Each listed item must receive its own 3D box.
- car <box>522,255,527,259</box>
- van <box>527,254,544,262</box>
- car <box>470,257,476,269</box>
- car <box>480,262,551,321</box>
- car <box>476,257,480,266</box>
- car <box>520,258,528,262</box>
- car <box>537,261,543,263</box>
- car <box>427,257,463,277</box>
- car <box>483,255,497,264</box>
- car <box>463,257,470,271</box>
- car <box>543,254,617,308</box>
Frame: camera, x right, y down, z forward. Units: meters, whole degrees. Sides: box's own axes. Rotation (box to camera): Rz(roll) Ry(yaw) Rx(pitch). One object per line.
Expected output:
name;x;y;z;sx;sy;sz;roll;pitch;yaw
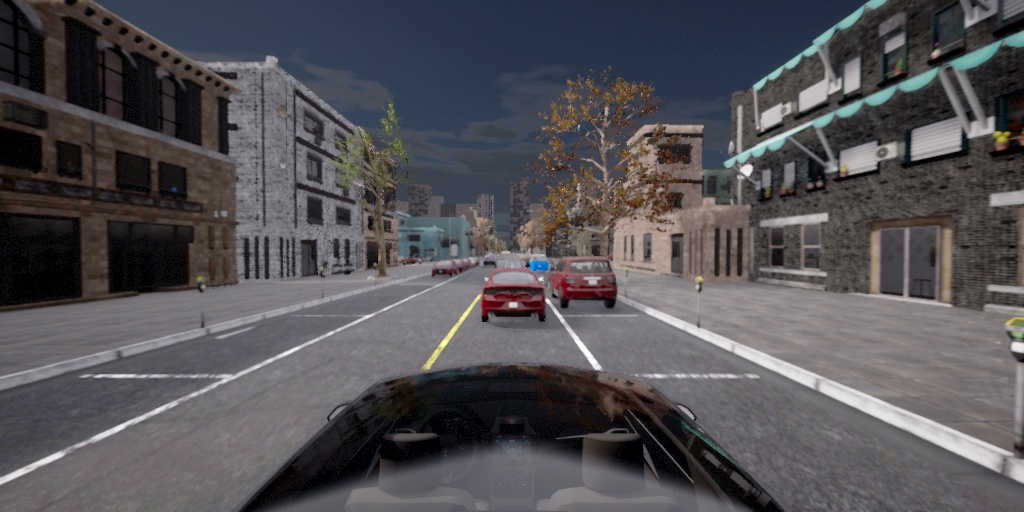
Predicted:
car;2.678;0.848;47.570;1.948;1.339;4.313;0;0;0
van;2.682;0.737;36.483;1.690;1.789;3.998;0;0;0
car;-5.701;0.884;42.024;1.888;1.381;4.507;0;0;0
car;0.055;1.123;12.015;1.882;1.535;5.008;0;1;0
car;-5.703;0.808;47.398;1.751;1.417;4.829;0;0;0
car;0.053;1.086;27.706;1.895;1.301;4.718;0;1;0
car;2.687;1.116;19.852;2.007;1.370;4.403;0;0;0
car;-5.697;0.998;30.936;1.888;1.381;4.507;0;0;0
car;-3.079;0.849;50.917;1.895;1.301;4.718;0;1;0
car;-5.700;0.941;36.480;1.888;1.381;4.507;0;0;0
car;2.690;0.937;14.308;2.192;1.841;5.009;0;0;0
